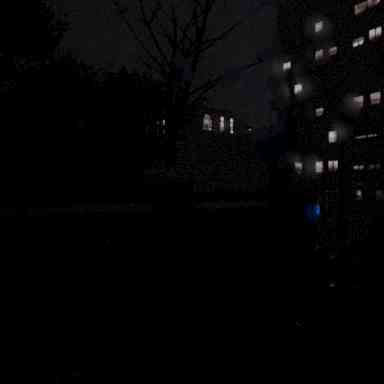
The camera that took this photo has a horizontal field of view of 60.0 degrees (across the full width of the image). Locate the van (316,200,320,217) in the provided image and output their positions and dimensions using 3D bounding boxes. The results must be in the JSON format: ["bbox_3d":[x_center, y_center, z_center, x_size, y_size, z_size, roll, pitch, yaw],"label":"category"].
[{"bbox_3d":[10.544,1.650,32.675,1.690,1.788,3.998,-1,0,-36],"label":"van"}]
